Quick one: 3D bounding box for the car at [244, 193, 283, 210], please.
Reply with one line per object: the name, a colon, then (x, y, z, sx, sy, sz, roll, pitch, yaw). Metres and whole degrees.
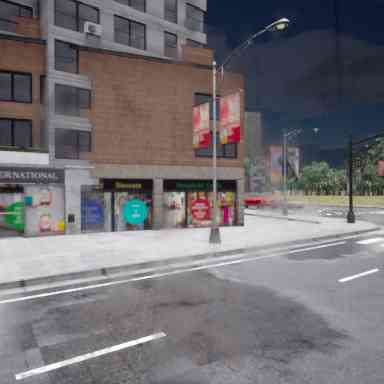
car: (8.459, 1.116, 41.755, 2.150, 2.045, 5.566, 0, 0, -22)

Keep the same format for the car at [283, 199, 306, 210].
car: (12.003, 1.485, 41.660, 1.895, 1.301, 4.718, 0, 0, -22)
